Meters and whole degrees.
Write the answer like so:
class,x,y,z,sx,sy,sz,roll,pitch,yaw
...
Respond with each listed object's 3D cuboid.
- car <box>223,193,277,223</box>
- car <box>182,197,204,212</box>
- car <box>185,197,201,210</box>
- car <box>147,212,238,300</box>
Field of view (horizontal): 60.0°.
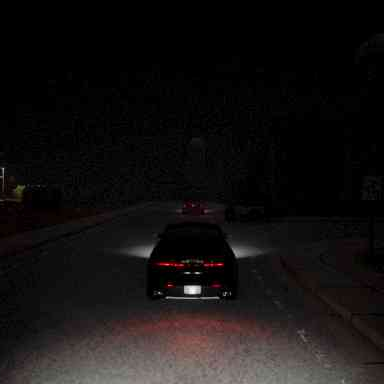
class,x,y,z,sx,sy,sz,roll,pitch,yaw
car,4.191,1.116,24.118,1.905,1.878,3.866,-8,4,-42
car,0.122,1.295,33.605,2.097,1.767,4.553,0,0,0
car,0.131,1.472,43.729,2.033,1.411,5.357,0,0,0
car,0.013,1.492,8.353,1.837,1.490,4.892,0,0,0
